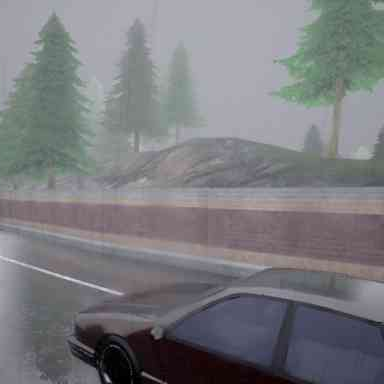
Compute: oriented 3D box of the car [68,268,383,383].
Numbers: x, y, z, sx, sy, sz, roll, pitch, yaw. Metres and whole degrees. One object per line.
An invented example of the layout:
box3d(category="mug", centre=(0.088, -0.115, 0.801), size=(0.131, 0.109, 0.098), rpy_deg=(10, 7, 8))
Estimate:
box3d(category="car", centre=(1.047, 1.547, 3.282), size=(5.357, 1.411, 2.033), rpy_deg=(0, 0, 37))
